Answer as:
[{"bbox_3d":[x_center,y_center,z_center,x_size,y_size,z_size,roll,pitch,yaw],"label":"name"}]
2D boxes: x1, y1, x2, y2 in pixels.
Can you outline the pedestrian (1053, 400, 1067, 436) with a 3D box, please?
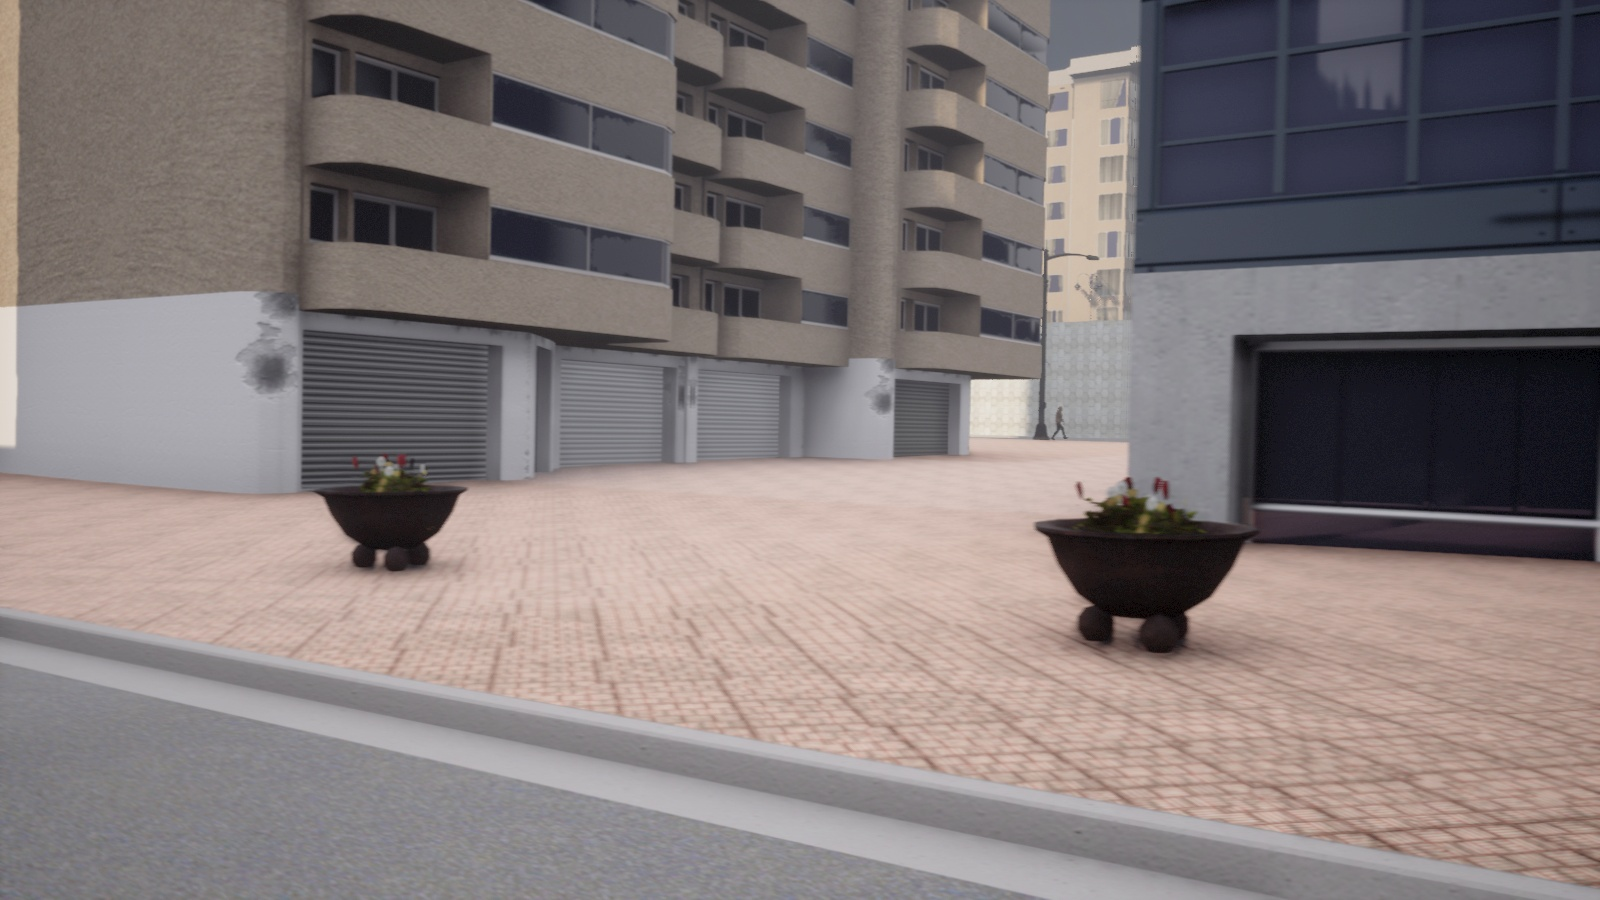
[{"bbox_3d":[13.559,-1.659,65.576,0.634,1.846,0.331,1,1,32],"label":"pedestrian"}]
